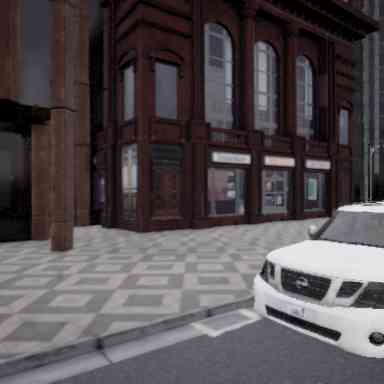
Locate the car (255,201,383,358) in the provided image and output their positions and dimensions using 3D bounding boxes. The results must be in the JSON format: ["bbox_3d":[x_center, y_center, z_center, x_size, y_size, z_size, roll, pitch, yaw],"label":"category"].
[{"bbox_3d":[3.625,1.203,5.963,5.566,2.045,2.150,0,0,-35],"label":"car"}]
